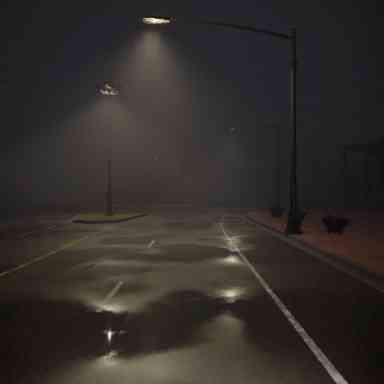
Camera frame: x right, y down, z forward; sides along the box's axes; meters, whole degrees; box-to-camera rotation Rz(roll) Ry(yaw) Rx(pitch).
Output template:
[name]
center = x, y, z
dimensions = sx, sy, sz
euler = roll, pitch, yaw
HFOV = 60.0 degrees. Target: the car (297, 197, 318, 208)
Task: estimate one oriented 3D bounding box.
[car]
center = 16.932, 1.493, 49.616
dimensions = 4.902, 1.511, 2.128
euler = 0, 0, -40
